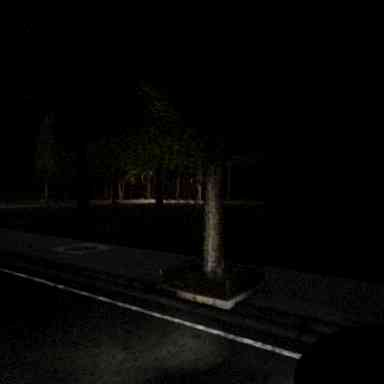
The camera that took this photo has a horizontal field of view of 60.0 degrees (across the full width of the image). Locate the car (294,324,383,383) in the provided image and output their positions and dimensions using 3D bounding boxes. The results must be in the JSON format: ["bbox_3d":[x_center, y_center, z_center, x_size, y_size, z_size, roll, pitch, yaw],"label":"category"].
[{"bbox_3d":[3.009,1.488,1.537,5.008,1.535,1.882,0,0,36],"label":"car"}]
